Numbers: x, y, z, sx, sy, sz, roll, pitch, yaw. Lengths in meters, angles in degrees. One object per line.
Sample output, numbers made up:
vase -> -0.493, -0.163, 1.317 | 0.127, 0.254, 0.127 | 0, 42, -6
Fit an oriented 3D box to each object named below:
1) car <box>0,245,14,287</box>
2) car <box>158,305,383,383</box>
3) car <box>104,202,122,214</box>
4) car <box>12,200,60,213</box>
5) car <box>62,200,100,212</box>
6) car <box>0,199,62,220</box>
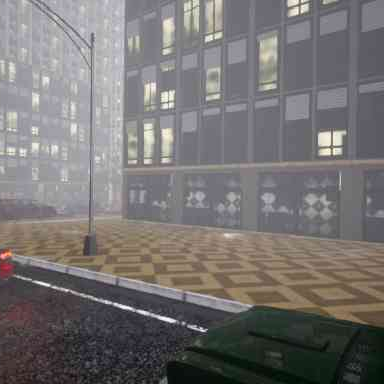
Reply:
car -> -6.076, 1.521, 7.983 | 4.674, 1.442, 1.812 | 0, 0, 35
car -> 2.035, 1.601, 2.235 | 4.718, 1.301, 1.895 | 0, 0, 35
car -> -8.043, 1.831, 39.153 | 1.752, 1.417, 4.829 | 1, 0, 36
car -> -18.338, 1.643, 39.293 | 1.752, 1.417, 4.829 | 1, 0, 36
car -> -13.719, 1.687, 41.188 | 2.128, 1.511, 4.902 | 1, 0, 37
car -> -14.819, 1.520, 29.926 | 2.192, 1.841, 5.009 | 1, 0, 36
